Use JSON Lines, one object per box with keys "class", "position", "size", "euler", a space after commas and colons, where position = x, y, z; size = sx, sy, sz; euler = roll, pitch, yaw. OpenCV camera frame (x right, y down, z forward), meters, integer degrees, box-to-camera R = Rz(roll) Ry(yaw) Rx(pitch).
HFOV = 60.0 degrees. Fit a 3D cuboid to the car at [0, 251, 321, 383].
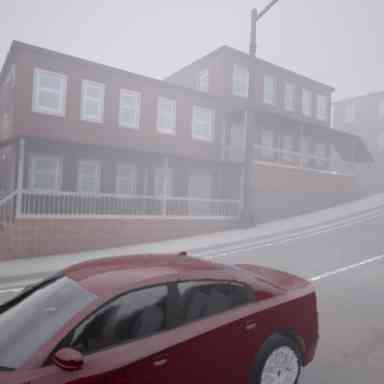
{"class": "car", "position": [-0.798, 1.467, 3.437], "size": [5.008, 1.535, 1.882], "euler": [-1, 0, -33]}
